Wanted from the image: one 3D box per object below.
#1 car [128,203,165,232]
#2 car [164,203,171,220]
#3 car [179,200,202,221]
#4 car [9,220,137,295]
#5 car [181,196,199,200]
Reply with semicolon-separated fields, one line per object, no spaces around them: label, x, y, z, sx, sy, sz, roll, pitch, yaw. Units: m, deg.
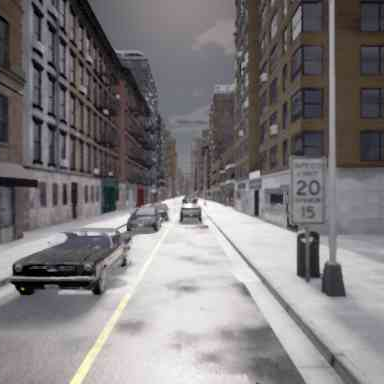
car;-3.001;1.691;21.715;1.812;1.442;4.674;0;-1;0
car;-2.987;1.786;30.290;1.837;1.490;4.892;0;0;0
car;-0.123;1.693;28.959;2.128;1.511;4.902;0;-1;-1
car;-2.911;1.678;9.076;1.895;1.301;4.718;0;0;0
car;-0.260;1.533;44.277;2.150;2.045;5.566;0;0;0
